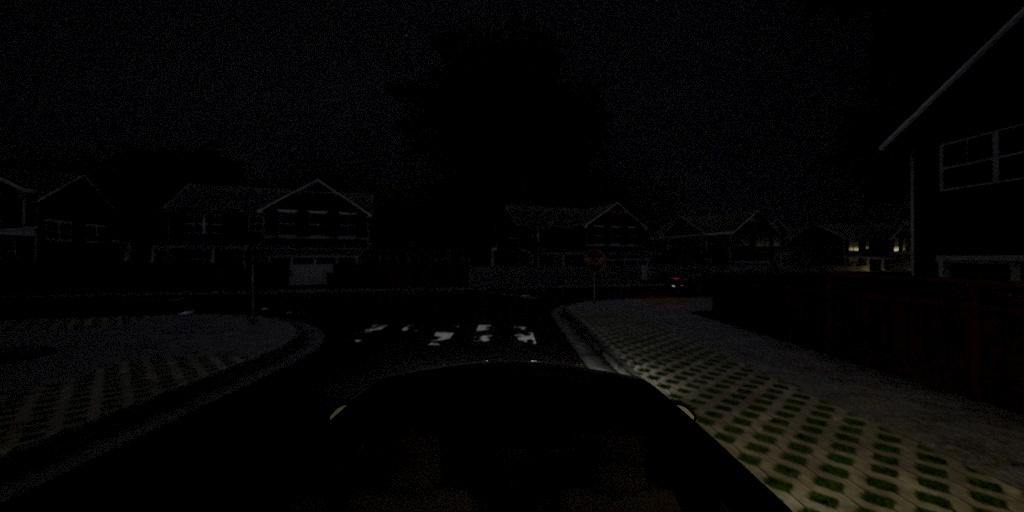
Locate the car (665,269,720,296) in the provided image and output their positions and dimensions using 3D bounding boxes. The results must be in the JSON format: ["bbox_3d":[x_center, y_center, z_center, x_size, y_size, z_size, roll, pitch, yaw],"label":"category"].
[{"bbox_3d":[11.369,1.518,21.020,4.902,1.511,2.128,1,0,-20],"label":"car"}]
